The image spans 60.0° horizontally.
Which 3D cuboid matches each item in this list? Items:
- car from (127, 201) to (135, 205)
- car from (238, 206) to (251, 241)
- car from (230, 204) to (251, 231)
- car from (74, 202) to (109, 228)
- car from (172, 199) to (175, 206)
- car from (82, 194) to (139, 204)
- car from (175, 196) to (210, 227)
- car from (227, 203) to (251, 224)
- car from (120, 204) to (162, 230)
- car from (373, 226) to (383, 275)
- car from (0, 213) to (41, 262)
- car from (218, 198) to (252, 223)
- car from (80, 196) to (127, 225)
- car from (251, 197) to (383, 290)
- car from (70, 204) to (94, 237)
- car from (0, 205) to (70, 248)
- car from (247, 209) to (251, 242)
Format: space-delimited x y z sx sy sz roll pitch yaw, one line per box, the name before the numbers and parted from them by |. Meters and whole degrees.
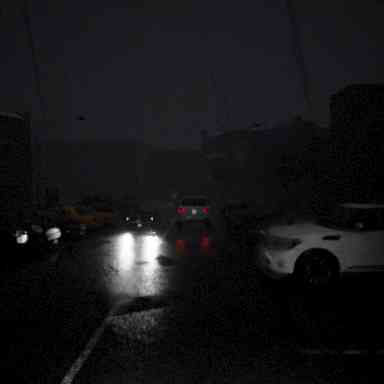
car | -7.647 1.533 27.903 5.008 1.535 2.097 0 0 0
car | 4.676 1.523 14.319 4.892 1.521 2.231 0 0 0
car | 4.668 1.531 17.238 4.892 1.521 2.231 0 0 0
car | -7.839 1.532 19.191 5.366 1.575 1.946 0 0 0
car | -1.180 1.210 42.155 1.994 1.385 4.181 -1 3 -15
car | -7.609 1.243 30.845 5.566 2.045 2.435 0 1 0
car | 0.133 1.290 23.674 2.150 2.045 5.566 0 0 0
car | 4.679 1.578 19.907 4.674 1.452 2.002 0 0 0
car | -3.066 1.665 21.728 1.895 1.301 4.718 0 0 0
car | 4.686 1.364 3.270 4.553 1.767 2.185 0 0 0
car | -7.695 1.540 10.377 4.792 1.488 2.163 0 0 0
car | 4.683 1.530 28.300 4.892 1.521 2.231 0 1 0
car | -7.615 1.422 25.073 4.553 1.767 2.185 0 0 0
car | 4.634 1.254 8.733 5.566 2.045 2.435 0 0 0
car | -7.664 1.528 16.128 4.892 1.521 2.231 0 0 0
car | -7.693 1.393 13.316 4.553 1.767 2.185 0 0 0
car | 4.660 1.513 11.526 5.008 1.535 2.097 0 0 0
